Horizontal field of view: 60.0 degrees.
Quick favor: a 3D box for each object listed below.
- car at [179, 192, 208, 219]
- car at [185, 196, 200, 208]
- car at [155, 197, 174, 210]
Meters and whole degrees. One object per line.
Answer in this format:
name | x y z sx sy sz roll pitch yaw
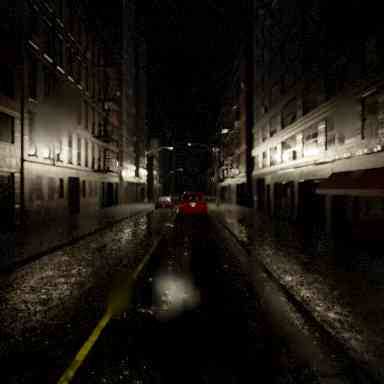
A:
car | 0.099 1.032 26.751 2.150 2.045 5.566 0 1 0
car | 0.078 1.285 43.406 1.895 1.301 4.718 0 0 0
car | -3.034 1.292 37.569 1.994 1.385 4.181 0 0 0
